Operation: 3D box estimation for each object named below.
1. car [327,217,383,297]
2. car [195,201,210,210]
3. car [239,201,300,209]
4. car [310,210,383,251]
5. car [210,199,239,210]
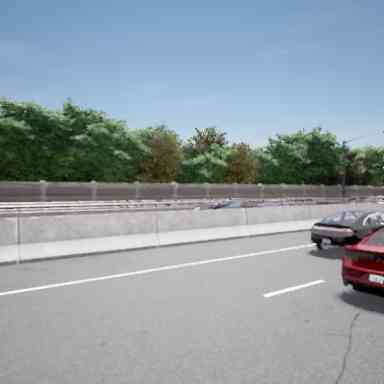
[{"bbox_3d":[5.456,1.454,7.620,5.008,1.535,1.882,0,0,-35],"label":"car"},{"bbox_3d":[2.508,1.427,31.420,4.902,1.511,2.128,0,0,-35],"label":"car"},{"bbox_3d":[6.363,1.431,25.576,4.902,1.511,2.128,0,0,-35],"label":"car"},{"bbox_3d":[6.549,1.456,12.666,4.902,1.511,2.128,0,0,-35],"label":"car"},{"bbox_3d":[4.187,1.464,28.326,4.674,1.442,1.812,0,0,-35],"label":"car"}]
